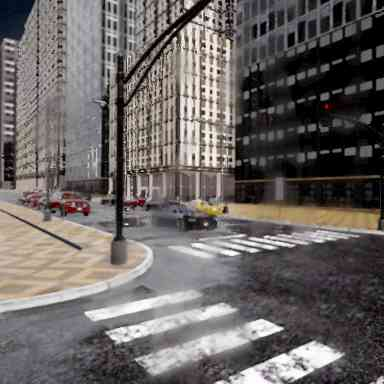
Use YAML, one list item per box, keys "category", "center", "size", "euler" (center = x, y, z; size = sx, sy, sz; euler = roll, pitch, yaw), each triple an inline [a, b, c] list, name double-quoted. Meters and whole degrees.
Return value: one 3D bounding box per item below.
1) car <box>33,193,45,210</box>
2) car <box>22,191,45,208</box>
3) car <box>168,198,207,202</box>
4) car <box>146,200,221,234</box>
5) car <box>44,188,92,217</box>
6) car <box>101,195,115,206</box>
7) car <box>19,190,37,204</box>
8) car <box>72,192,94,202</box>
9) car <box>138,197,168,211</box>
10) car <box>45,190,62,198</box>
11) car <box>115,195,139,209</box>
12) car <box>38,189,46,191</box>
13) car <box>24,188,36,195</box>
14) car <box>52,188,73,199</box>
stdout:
- category: "car"
  center: [-13.014, 1.028, 30.837]
  size: [1.947, 1.339, 4.313]
  euler: [2, 0, -36]
- category: "car"
  center: [-16.338, 0.897, 35.367]
  size: [1.887, 1.381, 4.507]
  euler: [2, 0, -36]
- category: "car"
  center: [0.354, 1.249, 26.934]
  size: [1.752, 1.417, 4.829]
  euler: [2, 0, -36]
- category: "car"
  center: [-0.470, 1.385, 18.267]
  size: [1.994, 1.385, 4.181]
  euler: [0, 1, -36]
- category: "car"
  center: [-9.682, 0.887, 26.307]
  size: [2.192, 1.841, 5.009]
  euler: [2, 0, -36]
- category: "car"
  center: [-9.590, 0.964, 40.333]
  size: [1.947, 1.339, 4.313]
  euler: [2, 0, -36]
- category: "car"
  center: [-19.663, 0.825, 39.897]
  size: [1.802, 1.307, 4.206]
  euler: [2, 0, -36]
- category: "car"
  center: [-16.239, 0.746, 49.395]
  size: [1.947, 1.339, 4.313]
  euler: [2, 0, -36]
- category: "car"
  center: [-2.940, 1.183, 31.273]
  size: [1.947, 1.339, 4.313]
  euler: [2, 0, -36]
- category: "car"
  center: [-26.312, 0.376, 63.123]
  size: [1.752, 1.417, 4.829]
  euler: [2, 0, -36]
- category: "car"
  center: [-6.265, 1.090, 35.803]
  size: [1.802, 1.307, 4.206]
  euler: [2, 0, -36]
- category: "car"
  center: [-17.029, 0.718, 40.833]
  size: [2.128, 1.511, 4.902]
  euler: [0, 1, -36]
- category: "car"
  center: [-39.508, -0.138, 81.108]
  size: [1.967, 1.590, 4.097]
  euler: [2, 0, -36]
- category: "car"
  center: [-22.881, 0.278, 58.455]
  size: [2.192, 1.841, 5.009]
  euler: [2, 0, -36]
